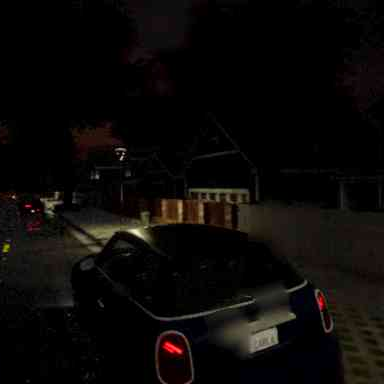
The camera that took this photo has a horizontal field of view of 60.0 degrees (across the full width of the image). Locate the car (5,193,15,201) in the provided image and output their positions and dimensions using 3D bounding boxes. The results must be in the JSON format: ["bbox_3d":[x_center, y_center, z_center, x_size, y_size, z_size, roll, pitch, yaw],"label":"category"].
[{"bbox_3d":[-37.385,1.054,68.520,1.882,1.535,5.008,-2,1,-27],"label":"car"}]

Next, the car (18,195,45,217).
[{"bbox_3d":[-14.039,1.297,29.230,1.837,1.490,4.892,-2,1,-26],"label":"car"}]

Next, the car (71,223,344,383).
[{"bbox_3d":[-0.379,1.229,4.648,2.097,1.767,4.553,-4,2,-27],"label":"car"}]
